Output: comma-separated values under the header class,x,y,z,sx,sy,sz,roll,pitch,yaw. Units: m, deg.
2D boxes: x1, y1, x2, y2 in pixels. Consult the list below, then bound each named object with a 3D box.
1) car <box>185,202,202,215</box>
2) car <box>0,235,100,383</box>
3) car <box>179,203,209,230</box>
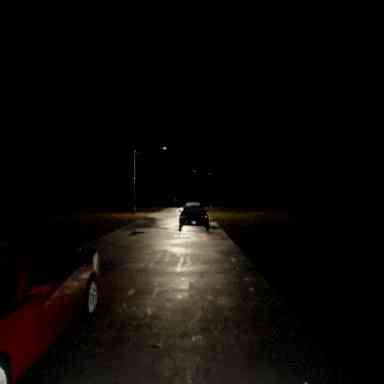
class,x,y,z,sx,sy,sz,roll,pitch,yaw
car,0.121,1.906,39.524,1.895,1.301,4.718,0,-1,0
car,-2.747,1.480,4.644,1.882,1.535,5.008,0,0,0
car,0.108,1.598,21.544,1.812,1.442,4.674,0,0,0
